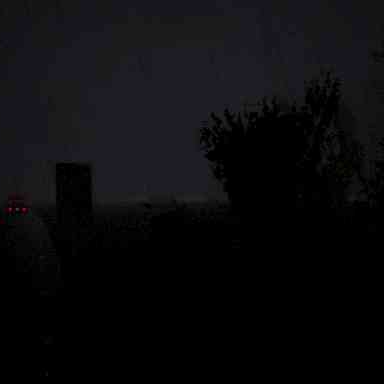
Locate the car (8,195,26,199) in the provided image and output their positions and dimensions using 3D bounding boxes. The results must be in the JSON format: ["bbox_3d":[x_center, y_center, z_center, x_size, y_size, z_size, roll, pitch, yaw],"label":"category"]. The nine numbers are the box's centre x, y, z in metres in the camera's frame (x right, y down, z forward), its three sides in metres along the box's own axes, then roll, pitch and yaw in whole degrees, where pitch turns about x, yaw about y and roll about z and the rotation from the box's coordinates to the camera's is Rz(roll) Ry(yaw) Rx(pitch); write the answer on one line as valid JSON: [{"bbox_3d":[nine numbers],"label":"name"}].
[{"bbox_3d":[-22.668,1.416,42.875,2.150,2.045,5.566,0,0,-29],"label":"car"}]

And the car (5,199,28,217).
[{"bbox_3d":[-17.689,1.692,33.733,2.033,1.411,5.357,0,0,-27],"label":"car"}]
